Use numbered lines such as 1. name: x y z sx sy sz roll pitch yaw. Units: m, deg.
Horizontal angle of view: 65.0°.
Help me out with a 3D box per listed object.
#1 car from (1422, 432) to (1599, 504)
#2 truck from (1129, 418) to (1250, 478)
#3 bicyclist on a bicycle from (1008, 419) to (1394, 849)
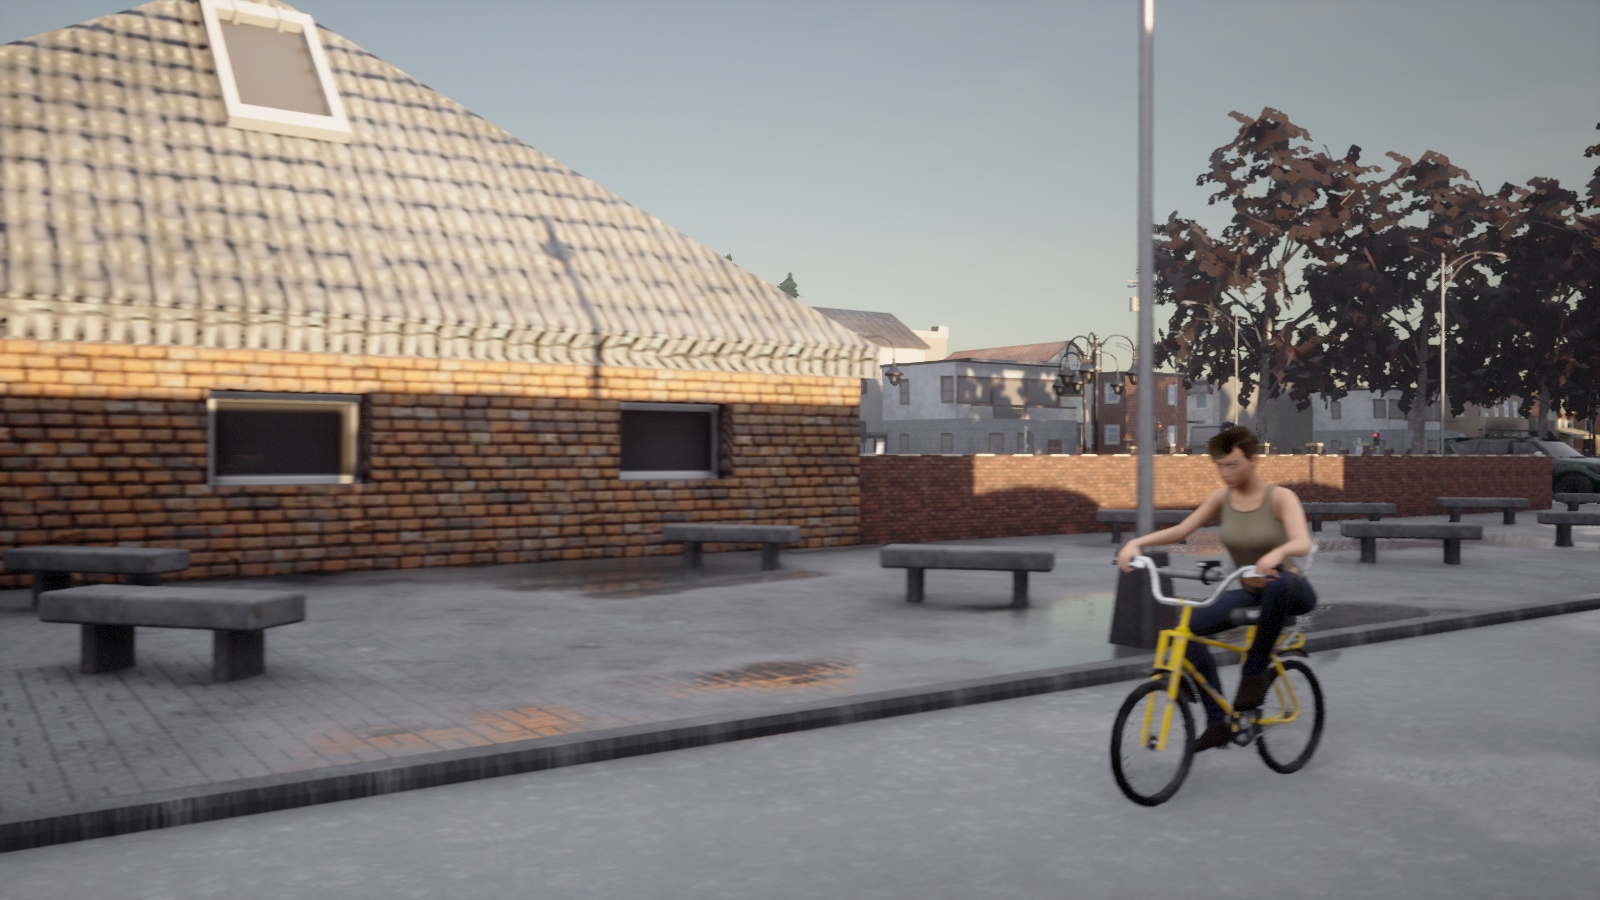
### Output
1. car: 22.068 0.510 37.914 2.150 2.045 5.566 0 0 -33
2. truck: 23.642 -0.101 76.013 7.936 3.462 2.891 0 0 -37
3. bicyclist on a bicycle: 1.765 0.691 5.497 1.509 1.612 0.866 0 0 -35
